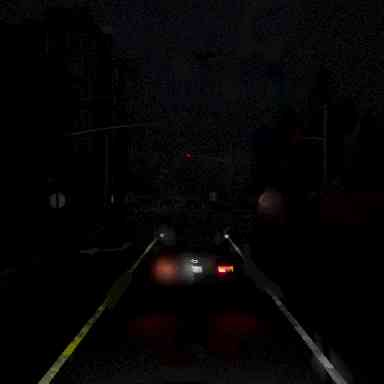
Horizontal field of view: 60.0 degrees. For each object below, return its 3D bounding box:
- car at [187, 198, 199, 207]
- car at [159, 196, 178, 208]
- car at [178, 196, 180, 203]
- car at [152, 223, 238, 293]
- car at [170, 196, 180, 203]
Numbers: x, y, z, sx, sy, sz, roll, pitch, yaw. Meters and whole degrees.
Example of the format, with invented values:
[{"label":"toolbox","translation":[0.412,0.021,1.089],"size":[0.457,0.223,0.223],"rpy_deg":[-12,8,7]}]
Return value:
[{"label":"car","translation":[0.153,1.601,51.515],"size":[1.895,1.301,4.718],"rpy_deg":[0,0,1]},{"label":"car","translation":[-3.510,1.547,47.446],"size":[2.033,1.411,5.357],"rpy_deg":[0,0,0]},{"label":"car","translation":[-3.481,1.505,57.507],"size":[1.837,1.490,4.892],"rpy_deg":[0,0,0]},{"label":"car","translation":[0.074,1.547,8.964],"size":[2.033,1.411,5.357],"rpy_deg":[0,0,0]},{"label":"car","translation":[-3.396,1.505,67.885],"size":[1.837,1.490,4.892],"rpy_deg":[0,0,0]}]
